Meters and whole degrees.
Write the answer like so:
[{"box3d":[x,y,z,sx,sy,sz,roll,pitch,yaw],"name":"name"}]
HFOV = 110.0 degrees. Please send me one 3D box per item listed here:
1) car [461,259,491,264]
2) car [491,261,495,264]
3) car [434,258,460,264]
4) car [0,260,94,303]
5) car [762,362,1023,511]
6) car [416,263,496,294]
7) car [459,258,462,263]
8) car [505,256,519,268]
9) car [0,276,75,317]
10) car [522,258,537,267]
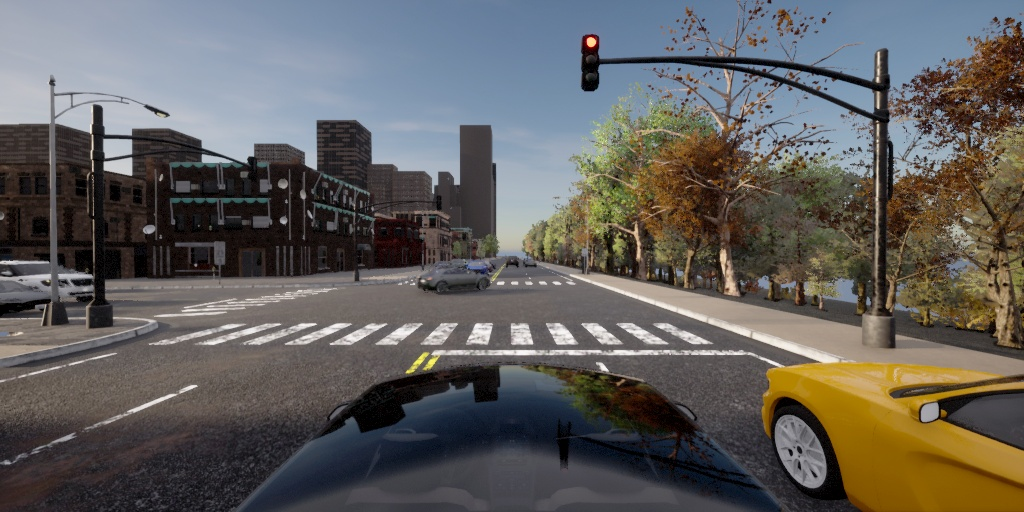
[{"box3d":[-3.376,1.217,34.733,1.882,1.535,5.008,0,0,0],"name":"car"},{"box3d":[-3.382,1.261,44.130,1.812,1.442,4.674,0,0,0],"name":"car"},{"box3d":[-6.625,1.231,34.342,2.128,1.511,4.902,0,0,0],"name":"car"},{"box3d":[-22.102,1.220,16.241,5.566,2.045,2.150,-1,1,0],"name":"car"},{"box3d":[3.351,1.228,1.432,1.882,1.535,5.008,0,0,0],"name":"car"},{"box3d":[-3.293,1.309,20.512,4.181,1.385,1.994,0,0,-42],"name":"car"},{"box3d":[-6.635,1.087,44.216,2.097,1.767,4.553,0,0,0],"name":"car"},{"box3d":[0.038,0.950,62.852,2.150,2.045,5.566,0,0,-1],"name":"car"},{"box3d":[-19.959,1.565,13.537,4.313,1.339,1.948,0,0,0],"name":"car"},{"box3d":[3.284,1.290,63.492,1.994,1.385,4.181,0,0,0],"name":"car"}]
